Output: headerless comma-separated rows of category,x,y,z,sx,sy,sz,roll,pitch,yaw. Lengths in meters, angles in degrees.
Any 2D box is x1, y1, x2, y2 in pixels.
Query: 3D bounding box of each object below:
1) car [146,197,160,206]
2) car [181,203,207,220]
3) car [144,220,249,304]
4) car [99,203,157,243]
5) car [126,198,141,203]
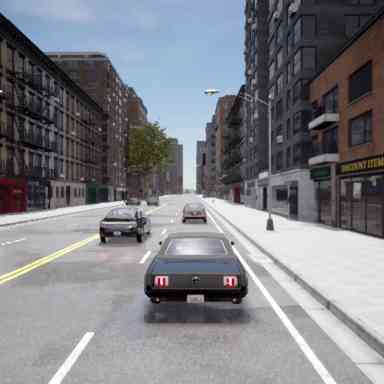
car,-6.387,1.570,55.008,1.837,1.490,4.892,0,0,0
car,0.164,1.560,25.863,2.033,1.411,5.357,0,0,-1
car,0.111,1.602,8.101,1.895,1.301,4.718,0,0,1
car,-3.110,1.497,16.151,2.128,1.511,4.902,0,0,-1
car,-9.635,1.622,55.023,1.994,1.385,4.181,0,0,1
